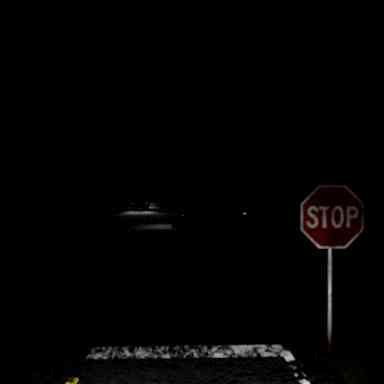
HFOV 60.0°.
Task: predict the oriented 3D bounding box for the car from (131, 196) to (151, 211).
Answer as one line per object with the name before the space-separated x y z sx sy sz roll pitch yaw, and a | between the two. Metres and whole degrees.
car | -6.345 1.376 40.923 2.097 1.767 4.553 0 0 -7

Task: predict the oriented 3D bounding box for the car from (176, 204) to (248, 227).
car | 1.309 1.498 21.885 4.674 1.442 1.812 0 0 -3

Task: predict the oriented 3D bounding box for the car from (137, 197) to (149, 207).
car | -7.755 1.562 53.033 1.812 1.442 4.674 0 0 -7

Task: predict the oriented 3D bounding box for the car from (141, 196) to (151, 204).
car | -9.482 1.531 68.577 1.882 1.535 5.008 0 0 -7
